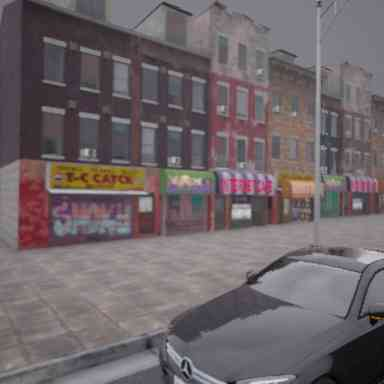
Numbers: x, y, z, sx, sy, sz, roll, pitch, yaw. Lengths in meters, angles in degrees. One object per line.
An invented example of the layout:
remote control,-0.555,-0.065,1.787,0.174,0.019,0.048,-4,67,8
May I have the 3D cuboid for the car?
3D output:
car,1.819,1.522,4.361,4.674,1.442,1.812,0,0,-35
